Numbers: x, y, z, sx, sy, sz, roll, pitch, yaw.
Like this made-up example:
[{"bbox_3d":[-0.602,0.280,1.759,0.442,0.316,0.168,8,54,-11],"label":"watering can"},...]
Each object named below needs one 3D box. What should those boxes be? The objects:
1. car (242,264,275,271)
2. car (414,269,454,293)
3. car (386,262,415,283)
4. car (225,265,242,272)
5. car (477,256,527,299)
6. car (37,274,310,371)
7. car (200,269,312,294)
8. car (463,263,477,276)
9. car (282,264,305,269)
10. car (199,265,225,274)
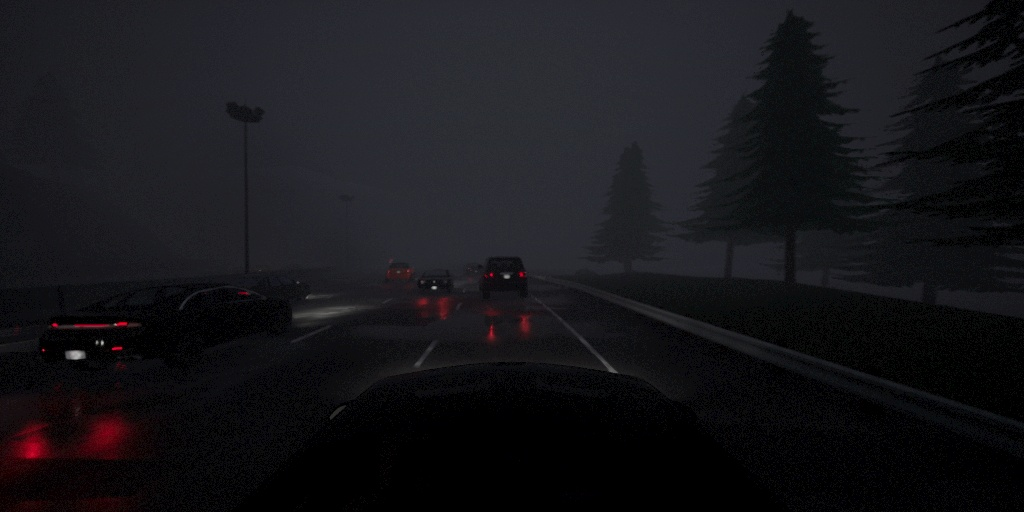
[{"bbox_3d":[-31.242,1.764,44.717,1.882,1.535,5.008,-1,0,-17],"label":"car"},{"bbox_3d":[-4.540,1.476,21.940,1.895,1.301,4.718,-1,0,-7],"label":"car"},{"bbox_3d":[-9.584,1.321,31.075,2.097,1.767,4.553,-1,0,-11],"label":"car"},{"bbox_3d":[-36.018,1.921,47.992,1.994,1.385,4.181,-1,0,-19],"label":"car"},{"bbox_3d":[-0.575,1.039,19.067,2.150,2.045,5.566,0,0,-7],"label":"car"},{"bbox_3d":[-6.978,1.351,8.063,2.128,1.511,4.902,-1,0,-3],"label":"car"},{"bbox_3d":[-10.898,1.482,15.764,2.033,1.411,5.357,-1,0,-6],"label":"car"},{"bbox_3d":[-4.434,1.463,40.540,1.812,1.442,4.674,0,0,-14],"label":"car"},{"bbox_3d":[-27.908,1.726,45.798,1.882,1.535,5.008,-1,0,-17],"label":"car"},{"bbox_3d":[-39.775,1.953,48.262,2.033,1.411,5.357,-1,0,-20],"label":"car"}]
